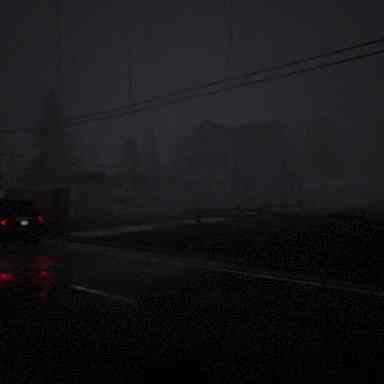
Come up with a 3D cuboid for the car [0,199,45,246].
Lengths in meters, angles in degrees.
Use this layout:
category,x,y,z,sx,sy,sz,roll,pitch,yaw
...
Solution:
category,x,y,z,sx,sy,sz,roll,pitch,yaw
car,-8.689,1.307,14.481,5.566,2.045,2.150,0,0,36
